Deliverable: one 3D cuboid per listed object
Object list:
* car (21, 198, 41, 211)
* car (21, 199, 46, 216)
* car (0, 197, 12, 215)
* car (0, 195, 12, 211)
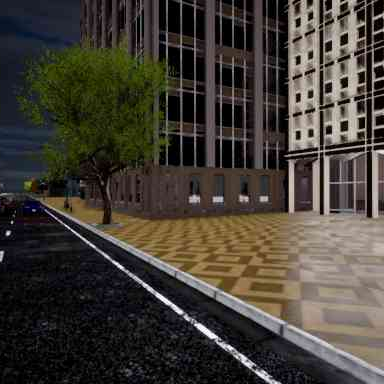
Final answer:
[{"bbox_3d":[-20.103,1.545,41.481,2.033,1.411,5.357,0,0,-27],"label":"car"},{"bbox_3d":[-15.572,1.525,32.659,1.812,1.442,4.674,0,0,-27],"label":"car"},{"bbox_3d":[-19.311,1.490,32.942,2.128,1.511,4.902,0,0,-27],"label":"car"},{"bbox_3d":[-23.929,1.350,41.923,2.097,1.767,4.553,0,0,-27],"label":"car"}]
